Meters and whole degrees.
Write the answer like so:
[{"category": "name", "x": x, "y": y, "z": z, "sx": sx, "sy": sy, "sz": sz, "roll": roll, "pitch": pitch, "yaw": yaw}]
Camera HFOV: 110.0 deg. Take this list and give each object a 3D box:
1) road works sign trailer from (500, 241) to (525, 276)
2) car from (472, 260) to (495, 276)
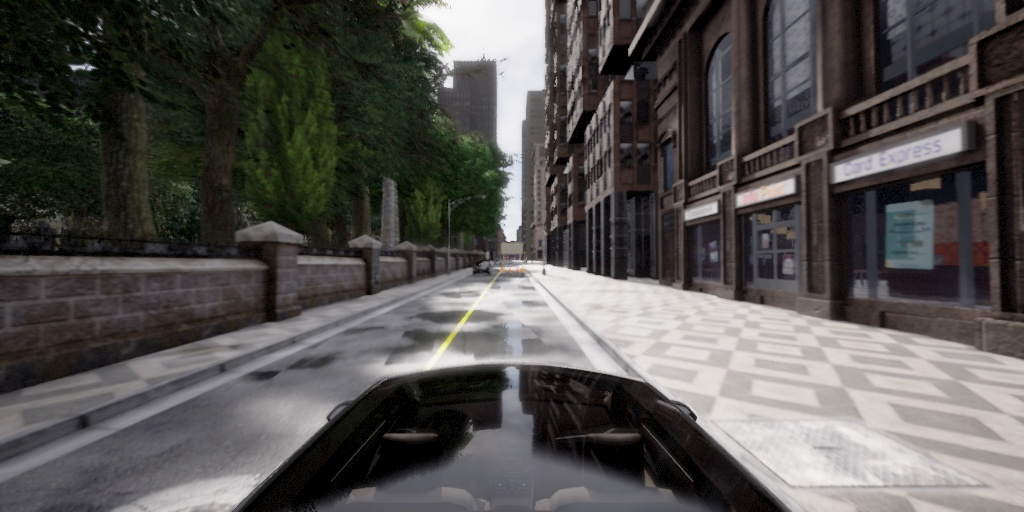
[{"category": "road works sign trailer", "x": -0.003, "y": 0.235, "z": 36.790, "sx": 2.380, "sy": 3.560, "sz": 2.880, "roll": 0, "pitch": 0, "yaw": 0}, {"category": "car", "x": -3.091, "y": 1.277, "z": 37.933, "sx": 1.837, "sy": 1.490, "sz": 4.892, "roll": 0, "pitch": 0, "yaw": 0}]
